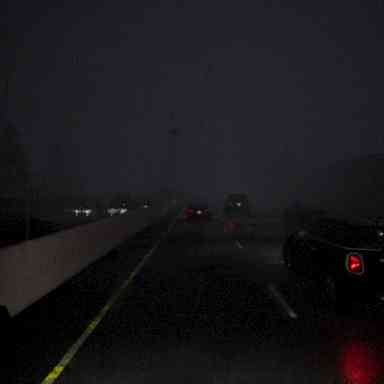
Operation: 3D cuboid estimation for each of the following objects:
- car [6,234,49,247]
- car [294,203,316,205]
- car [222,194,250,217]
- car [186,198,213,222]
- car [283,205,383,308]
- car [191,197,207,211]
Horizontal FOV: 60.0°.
[{"bbox_3d":[-6.894,1.532,12.173,2.033,1.411,5.357,0,0,1],"label":"car"},{"bbox_3d":[7.498,1.488,22.242,1.882,1.535,5.008,0,0,1],"label":"car"},{"bbox_3d":[4.181,1.223,32.050,2.150,2.045,5.566,0,0,1],"label":"car"},{"bbox_3d":[0.575,1.499,26.459,2.163,1.488,4.792,0,0,1],"label":"car"},{"bbox_3d":[3.758,1.358,8.063,2.097,1.767,4.553,0,0,1],"label":"car"},{"bbox_3d":[0.860,1.471,42.005,1.882,1.535,5.008,0,0,1],"label":"car"}]
